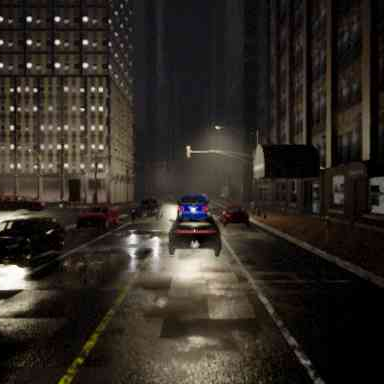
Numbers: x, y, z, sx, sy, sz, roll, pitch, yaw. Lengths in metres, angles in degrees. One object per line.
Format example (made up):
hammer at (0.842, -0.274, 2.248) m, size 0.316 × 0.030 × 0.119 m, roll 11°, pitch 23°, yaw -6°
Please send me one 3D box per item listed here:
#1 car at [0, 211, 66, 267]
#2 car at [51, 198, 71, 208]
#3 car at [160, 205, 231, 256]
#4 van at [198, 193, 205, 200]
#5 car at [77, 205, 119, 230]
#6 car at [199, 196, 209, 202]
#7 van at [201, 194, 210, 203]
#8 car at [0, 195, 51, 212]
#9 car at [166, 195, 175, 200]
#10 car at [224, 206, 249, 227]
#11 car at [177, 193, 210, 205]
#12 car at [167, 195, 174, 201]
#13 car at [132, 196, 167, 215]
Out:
car at (-5.758, 1.558, 11.333) m, size 1.947 × 1.339 × 4.313 m, roll 0°, pitch 0°, yaw 0°
car at (-18.545, 1.472, 44.724) m, size 4.403 × 1.369 × 2.008 m, roll 0°, pitch 0°, yaw 1°
car at (0.094, 1.484, 13.038) m, size 2.128 × 1.511 × 4.902 m, roll 0°, pitch 0°, yaw 0°
van at (2.634, 1.258, 94.468) m, size 1.690 × 1.788 × 3.998 m, roll 0°, pitch 0°, yaw 0°
car at (-5.834, 1.530, 21.010) m, size 1.887 × 1.381 × 4.507 m, roll 0°, pitch 0°, yaw 0°
car at (2.648, 1.494, 71.681) m, size 2.008 × 1.369 × 4.403 m, roll 0°, pitch 0°, yaw 0°
van at (2.650, 1.290, 65.984) m, size 1.690 × 1.788 × 3.998 m, roll 0°, pitch 0°, yaw 0°
car at (-18.627, 1.286, 36.342) m, size 5.009 × 1.841 × 2.192 m, roll 0°, pitch 0°, yaw 1°
car at (-5.742, 1.490, 88.767) m, size 1.947 × 1.339 × 4.313 m, roll 0°, pitch 0°, yaw 0°
car at (2.804, 1.567, 22.392) m, size 1.802 × 1.307 × 4.206 m, roll 0°, pitch 0°, yaw 0°
car at (0.079, 1.205, 23.708) m, size 2.150 × 2.045 × 5.566 m, roll 0°, pitch 0°, yaw 0°
car at (-5.739, 1.476, 83.071) m, size 1.887 × 1.381 × 4.507 m, roll 0°, pitch 0°, yaw 0°
car at (-3.012, 1.162, 23.304) m, size 1.812 × 1.442 × 4.674 m, roll 0°, pitch 0°, yaw 0°
